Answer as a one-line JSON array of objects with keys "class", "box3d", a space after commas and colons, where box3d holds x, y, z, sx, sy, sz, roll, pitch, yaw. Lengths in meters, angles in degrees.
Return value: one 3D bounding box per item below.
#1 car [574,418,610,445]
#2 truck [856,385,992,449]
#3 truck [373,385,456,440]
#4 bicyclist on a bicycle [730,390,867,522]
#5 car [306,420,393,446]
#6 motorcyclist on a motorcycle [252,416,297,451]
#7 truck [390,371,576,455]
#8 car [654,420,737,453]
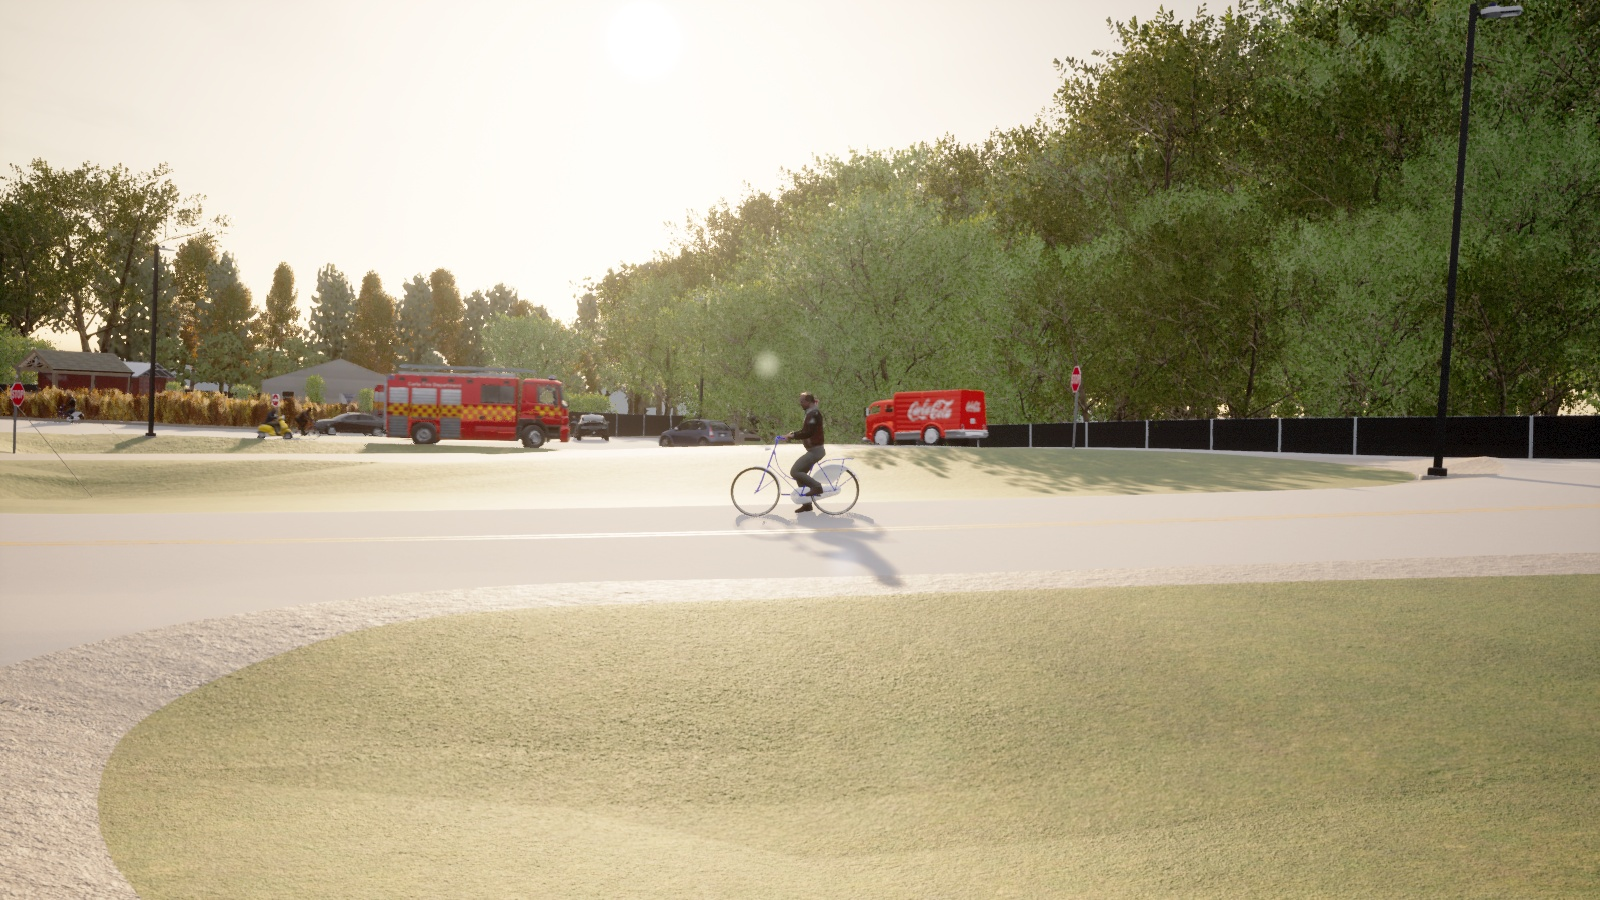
[{"class": "car", "box3d": [-12.382, -1.125, 74.605, 1.837, 1.490, 4.892, -1, 2, -12]}, {"class": "truck", "box3d": [5.405, -1.388, 54.963, 5.204, 2.467, 2.627, -3, -1, 37]}, {"class": "truck", "box3d": [-28.369, -2.792, 92.140, 2.891, 3.827, 8.468, 0, 3, -39]}, {"class": "bicyclist on a bicycle", "box3d": [-0.029, 0.070, 17.746, 1.843, 1.776, 0.659, -2, 3, -5]}, {"class": "car", "box3d": [-28.646, -1.085, 79.916, 4.892, 1.490, 1.837, 1, 0, -37]}, {"class": "motorcyclist on a motorcycle", "box3d": [-25.043, -0.798, 59.867, 1.817, 1.590, 0.866, 1, 2, 7]}, {"class": "truck", "box3d": [-15.106, -1.774, 60.431, 8.468, 3.827, 2.891, 1, 3, -10]}, {"class": "car", "box3d": [-5.237, -0.676, 62.841, 3.988, 1.617, 1.851, 1, 1, 41]}]
